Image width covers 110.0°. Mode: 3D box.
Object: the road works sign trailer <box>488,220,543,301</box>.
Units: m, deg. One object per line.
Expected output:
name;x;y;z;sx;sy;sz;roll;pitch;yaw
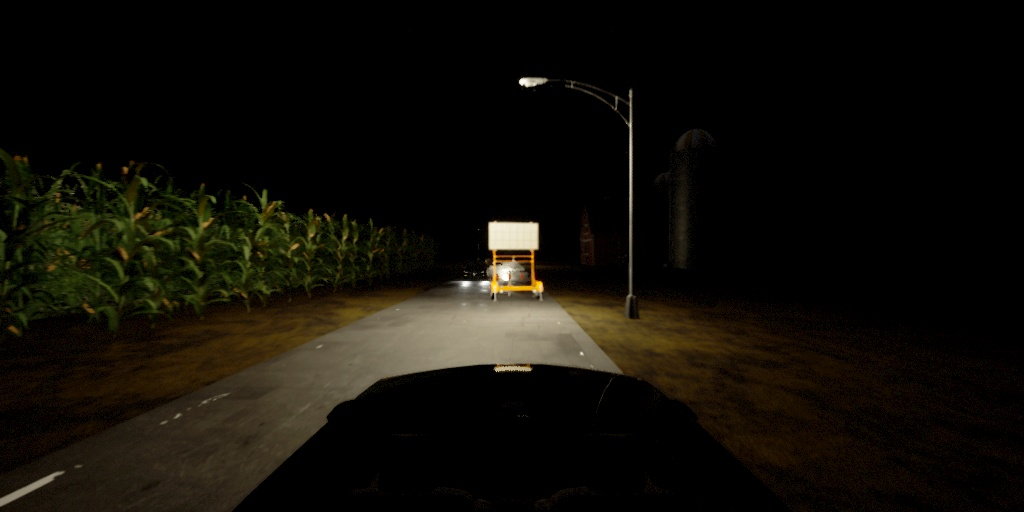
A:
road works sign trailer;0.052;0.143;16.803;2.380;3.560;2.880;0;0;-10

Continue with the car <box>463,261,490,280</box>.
car;-2.856;1.155;29.424;1.837;1.490;4.892;0;0;0
